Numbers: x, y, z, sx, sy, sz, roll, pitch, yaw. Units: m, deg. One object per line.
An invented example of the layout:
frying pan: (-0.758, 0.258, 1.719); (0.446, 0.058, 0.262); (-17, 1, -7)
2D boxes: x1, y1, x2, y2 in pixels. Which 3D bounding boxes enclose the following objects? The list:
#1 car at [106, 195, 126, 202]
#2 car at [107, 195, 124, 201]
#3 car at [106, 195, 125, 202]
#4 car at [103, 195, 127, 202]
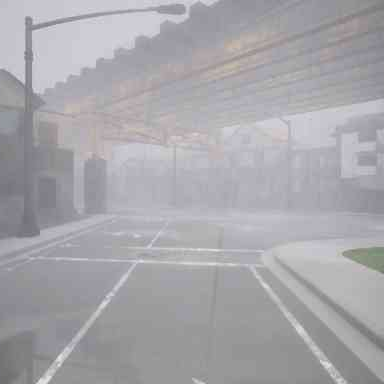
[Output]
car: (-16.769, 1.292, 72.477); (4.536, 1.218, 1.853); (0, 0, -15)
car: (-17.482, 1.292, 76.183); (1.853, 1.218, 4.536); (0, 0, 15)
car: (-17.496, 1.450, 76.133); (2.038, 1.542, 4.974); (0, 0, 15)
car: (-16.819, 1.450, 72.464); (4.974, 1.542, 2.038); (0, 0, -15)
